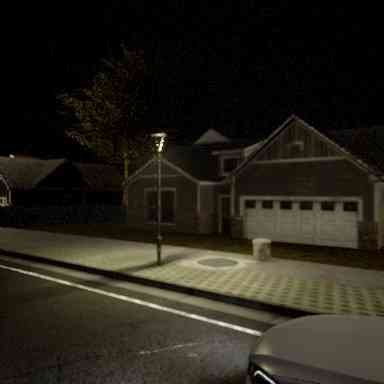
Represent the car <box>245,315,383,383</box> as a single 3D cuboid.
[{"bbox_3d":[2.611,1.527,2.130,4.674,1.442,1.812,0,0,35],"label":"car"}]
